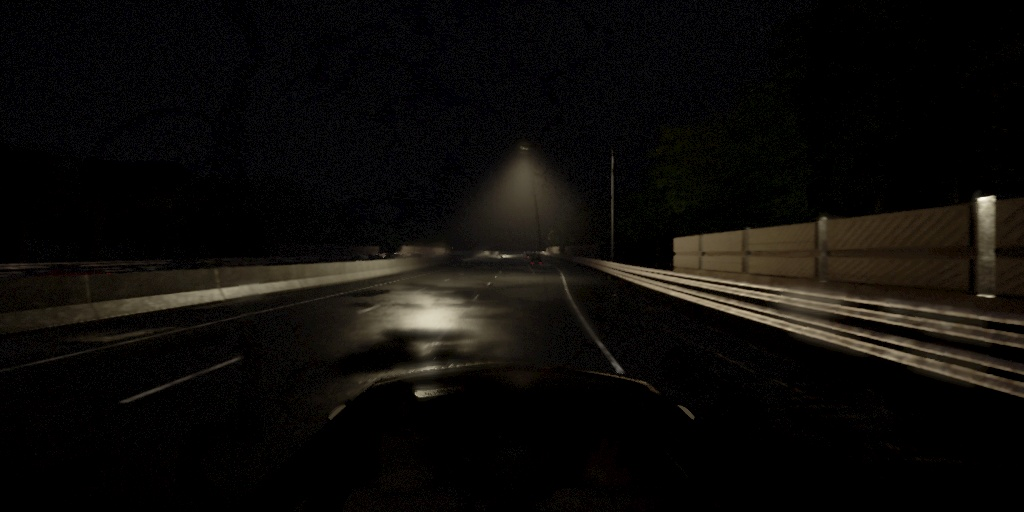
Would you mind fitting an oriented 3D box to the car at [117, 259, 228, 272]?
[{"bbox_3d":[-17.464,0.993,19.206,2.097,1.767,4.553,0,0,1],"label":"car"}]

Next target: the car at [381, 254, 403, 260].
[{"bbox_3d":[-20.054,0.388,61.614,2.128,1.511,4.902,0,1,1],"label":"car"}]

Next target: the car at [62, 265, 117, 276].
[{"bbox_3d":[-20.960,1.233,19.914,1.895,1.301,4.718,0,0,1],"label":"car"}]

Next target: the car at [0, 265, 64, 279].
[{"bbox_3d":[-24.463,1.195,19.247,1.994,1.385,4.181,0,0,1],"label":"car"}]

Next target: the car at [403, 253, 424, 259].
[{"bbox_3d":[-16.555,0.336,61.566,2.097,1.767,4.553,0,1,1],"label":"car"}]
